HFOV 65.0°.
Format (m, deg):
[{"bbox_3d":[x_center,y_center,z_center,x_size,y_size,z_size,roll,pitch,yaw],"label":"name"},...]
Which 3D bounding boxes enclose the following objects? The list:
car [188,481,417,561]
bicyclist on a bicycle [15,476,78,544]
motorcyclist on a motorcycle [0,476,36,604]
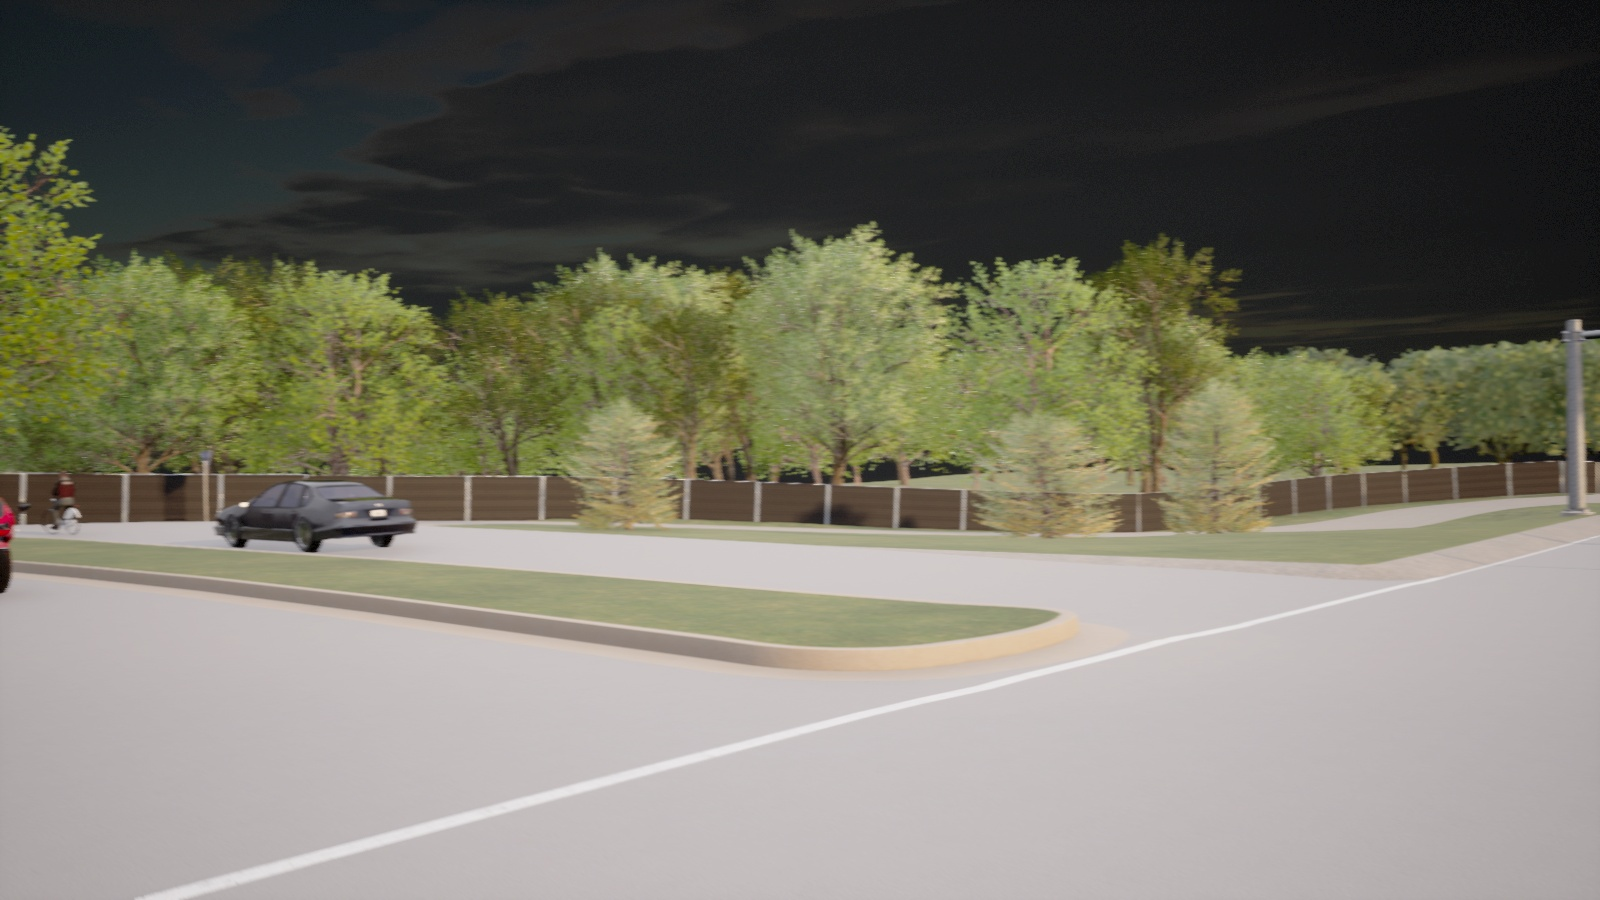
[{"bbox_3d":[-10.316,1.401,25.812,5.357,1.411,2.033,-2,0,40],"label":"car"},{"bbox_3d":[-20.526,1.631,34.189,1.843,1.776,0.659,-2,0,33],"label":"bicyclist on a bicycle"},{"bbox_3d":[-10.350,1.109,15.597,2.044,1.523,0.797,-2,-1,39],"label":"motorcyclist on a motorcycle"}]
